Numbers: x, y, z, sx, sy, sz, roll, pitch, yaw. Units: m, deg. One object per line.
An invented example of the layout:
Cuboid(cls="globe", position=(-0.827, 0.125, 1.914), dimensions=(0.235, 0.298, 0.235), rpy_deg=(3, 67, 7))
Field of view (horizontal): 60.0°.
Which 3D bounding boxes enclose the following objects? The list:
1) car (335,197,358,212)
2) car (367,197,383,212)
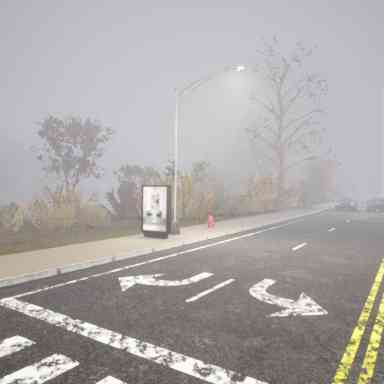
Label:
Cuboid(cls="car", position=(18.550, 1.390, 39.865), dimensions=(2.097, 1.767, 4.553), rpy_deg=(0, 0, 30))
Cuboid(cls="car", position=(21.360, 1.393, 38.233), dimensions=(2.097, 1.767, 4.553), rpy_deg=(0, 0, 30))
